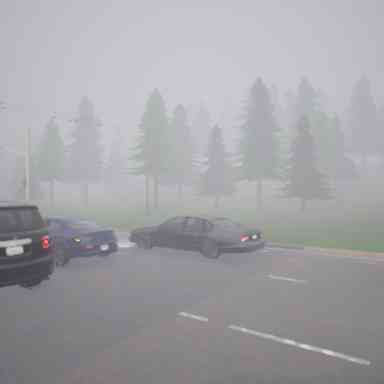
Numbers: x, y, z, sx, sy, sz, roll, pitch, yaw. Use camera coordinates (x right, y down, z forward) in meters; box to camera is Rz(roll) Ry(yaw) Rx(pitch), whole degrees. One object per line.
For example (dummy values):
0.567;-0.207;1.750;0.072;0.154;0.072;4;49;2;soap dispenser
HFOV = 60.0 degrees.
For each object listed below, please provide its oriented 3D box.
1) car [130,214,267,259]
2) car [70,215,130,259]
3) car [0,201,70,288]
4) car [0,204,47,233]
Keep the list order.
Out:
0.043;1.549;12.559;5.357;1.411;2.033;0;0;35;car
-4.561;1.528;11.543;4.674;1.442;1.812;0;0;36;car
-5.619;1.224;7.995;5.566;2.045;2.150;0;0;35;car
-11.491;1.552;20.786;5.357;1.411;2.033;0;0;36;car
